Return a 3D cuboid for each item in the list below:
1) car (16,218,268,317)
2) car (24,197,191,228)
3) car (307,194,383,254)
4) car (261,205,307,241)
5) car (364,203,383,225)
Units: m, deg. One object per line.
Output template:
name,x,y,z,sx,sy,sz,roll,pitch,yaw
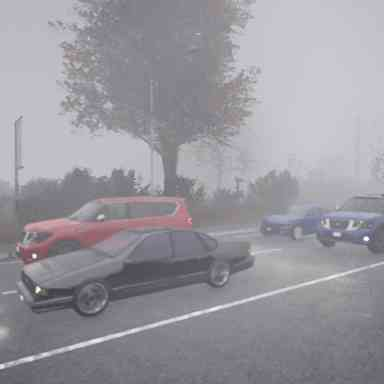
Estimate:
car,-0.936,1.526,7.621,5.357,1.411,2.033,0,0,-36
car,-2.539,1.197,10.774,5.566,2.045,2.150,0,0,-35
car,7.374,1.130,13.494,5.566,2.045,2.150,-1,0,-37
car,5.529,1.385,16.489,5.008,1.535,1.882,-1,0,-35
car,13.712,1.416,22.385,4.718,1.301,1.895,-1,0,-37
